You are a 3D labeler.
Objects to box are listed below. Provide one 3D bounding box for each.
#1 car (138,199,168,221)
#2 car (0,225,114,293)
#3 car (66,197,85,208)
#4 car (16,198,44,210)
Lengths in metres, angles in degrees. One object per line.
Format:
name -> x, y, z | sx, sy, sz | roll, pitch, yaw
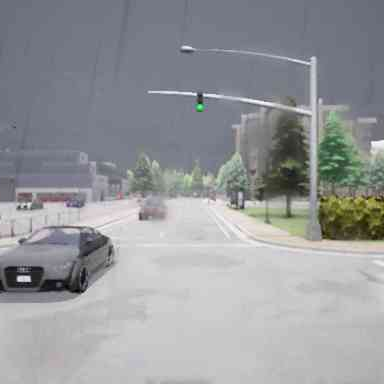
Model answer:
car -> -3.282, 1.448, 28.570 | 2.097, 1.767, 4.553 | 0, 0, 0
car -> -3.424, 1.596, 8.787 | 1.994, 1.385, 4.181 | 0, 0, 0
car -> -17.094, 1.544, 48.877 | 1.845, 1.501, 3.633 | 0, 0, 1
car -> -20.200, 1.531, 41.509 | 1.970, 1.475, 3.806 | 0, 0, 1
